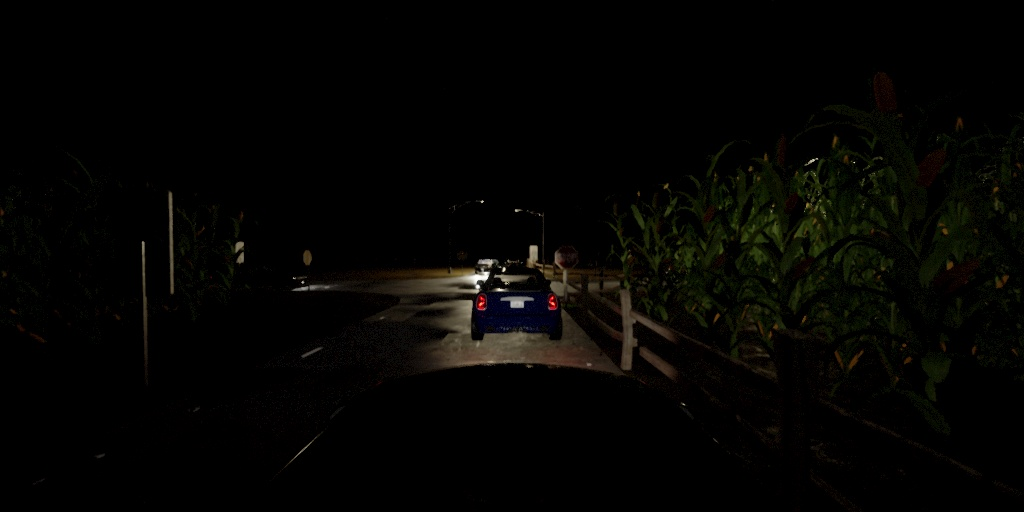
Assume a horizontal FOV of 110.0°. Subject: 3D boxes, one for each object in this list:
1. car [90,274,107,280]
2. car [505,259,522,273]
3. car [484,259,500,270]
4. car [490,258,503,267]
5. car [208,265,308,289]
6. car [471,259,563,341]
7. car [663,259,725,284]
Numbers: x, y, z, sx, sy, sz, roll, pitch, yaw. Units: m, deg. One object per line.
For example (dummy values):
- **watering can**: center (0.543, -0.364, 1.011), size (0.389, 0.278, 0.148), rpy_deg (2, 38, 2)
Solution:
- **car**: center (-26.444, 1.252, 22.517), size (4.892, 1.490, 1.837), rpy_deg (0, 1, 0)
- **car**: center (0.185, 1.102, 41.981), size (1.837, 1.490, 4.892), rpy_deg (0, 0, 0)
- **car**: center (-2.735, 1.166, 49.819), size (1.895, 1.301, 4.718), rpy_deg (0, 0, 0)
- **car**: center (-2.677, 1.080, 61.075), size (1.994, 1.385, 4.181), rpy_deg (0, 0, 1)
- **car**: center (-15.850, 1.269, 22.539), size (5.357, 1.411, 2.033), rpy_deg (0, 1, -1)
- **car**: center (0.059, 1.074, 9.992), size (2.097, 1.767, 4.553), rpy_deg (0, 0, -2)
- **car**: center (12.542, 0.993, 25.336), size (4.553, 1.767, 2.097), rpy_deg (0, 1, -2)
